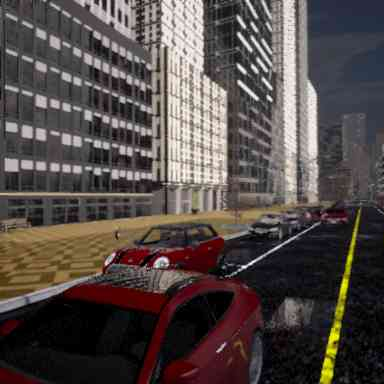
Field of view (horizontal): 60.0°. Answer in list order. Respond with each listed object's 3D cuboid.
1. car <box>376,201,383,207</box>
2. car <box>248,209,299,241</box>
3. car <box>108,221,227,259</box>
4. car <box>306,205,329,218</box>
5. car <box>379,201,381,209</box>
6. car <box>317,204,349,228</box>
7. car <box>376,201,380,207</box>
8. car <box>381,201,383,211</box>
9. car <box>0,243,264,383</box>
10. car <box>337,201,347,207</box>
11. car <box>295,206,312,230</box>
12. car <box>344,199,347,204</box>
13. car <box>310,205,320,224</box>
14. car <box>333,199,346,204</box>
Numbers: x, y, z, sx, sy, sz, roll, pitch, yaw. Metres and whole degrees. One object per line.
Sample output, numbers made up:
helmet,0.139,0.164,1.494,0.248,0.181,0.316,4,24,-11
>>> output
car,44.734,2.854,78.902,1.887,1.381,4.507,-1,-1,27
car,4.505,1.879,18.854,2.008,1.369,4.403,-1,-1,27
car,-0.537,1.610,9.031,1.967,1.590,4.097,-1,-1,27
car,14.590,2.214,38.507,1.947,1.339,4.313,-1,-1,27
car,32.207,2.408,54.488,1.752,1.417,4.829,-1,-1,27
car,11.390,1.964,26.373,1.812,1.442,4.674,-1,-1,27
car,37.172,2.595,64.163,1.887,1.381,4.507,-1,-1,27
car,29.686,2.323,49.573,1.752,1.417,4.829,-1,-1,27
car,-0.625,1.590,3.153,1.812,1.442,4.674,-1,-1,27
car,37.279,2.976,82.726,1.947,1.339,4.313,-1,-1,27
car,7.026,1.959,23.768,2.008,1.369,4.403,-1,-1,27
car,34.756,2.639,77.818,2.192,1.841,5.009,-1,-1,27
car,9.547,1.928,28.684,1.967,1.590,4.097,-1,-1,27
car,29.716,2.718,67.987,1.947,1.339,4.313,-1,-1,27
